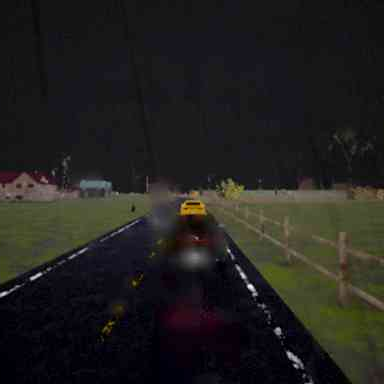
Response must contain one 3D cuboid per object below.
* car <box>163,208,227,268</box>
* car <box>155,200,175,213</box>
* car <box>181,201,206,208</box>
[{"bbox_3d":[0.086,1.485,11.147,1.837,1.490,4.892,0,0,0],"label":"car"},{"bbox_3d":[-2.826,1.551,35.625,1.895,1.301,4.718,0,0,0],"label":"car"},{"bbox_3d":[0.092,1.437,27.465,1.882,1.535,5.008,0,0,0],"label":"car"}]
